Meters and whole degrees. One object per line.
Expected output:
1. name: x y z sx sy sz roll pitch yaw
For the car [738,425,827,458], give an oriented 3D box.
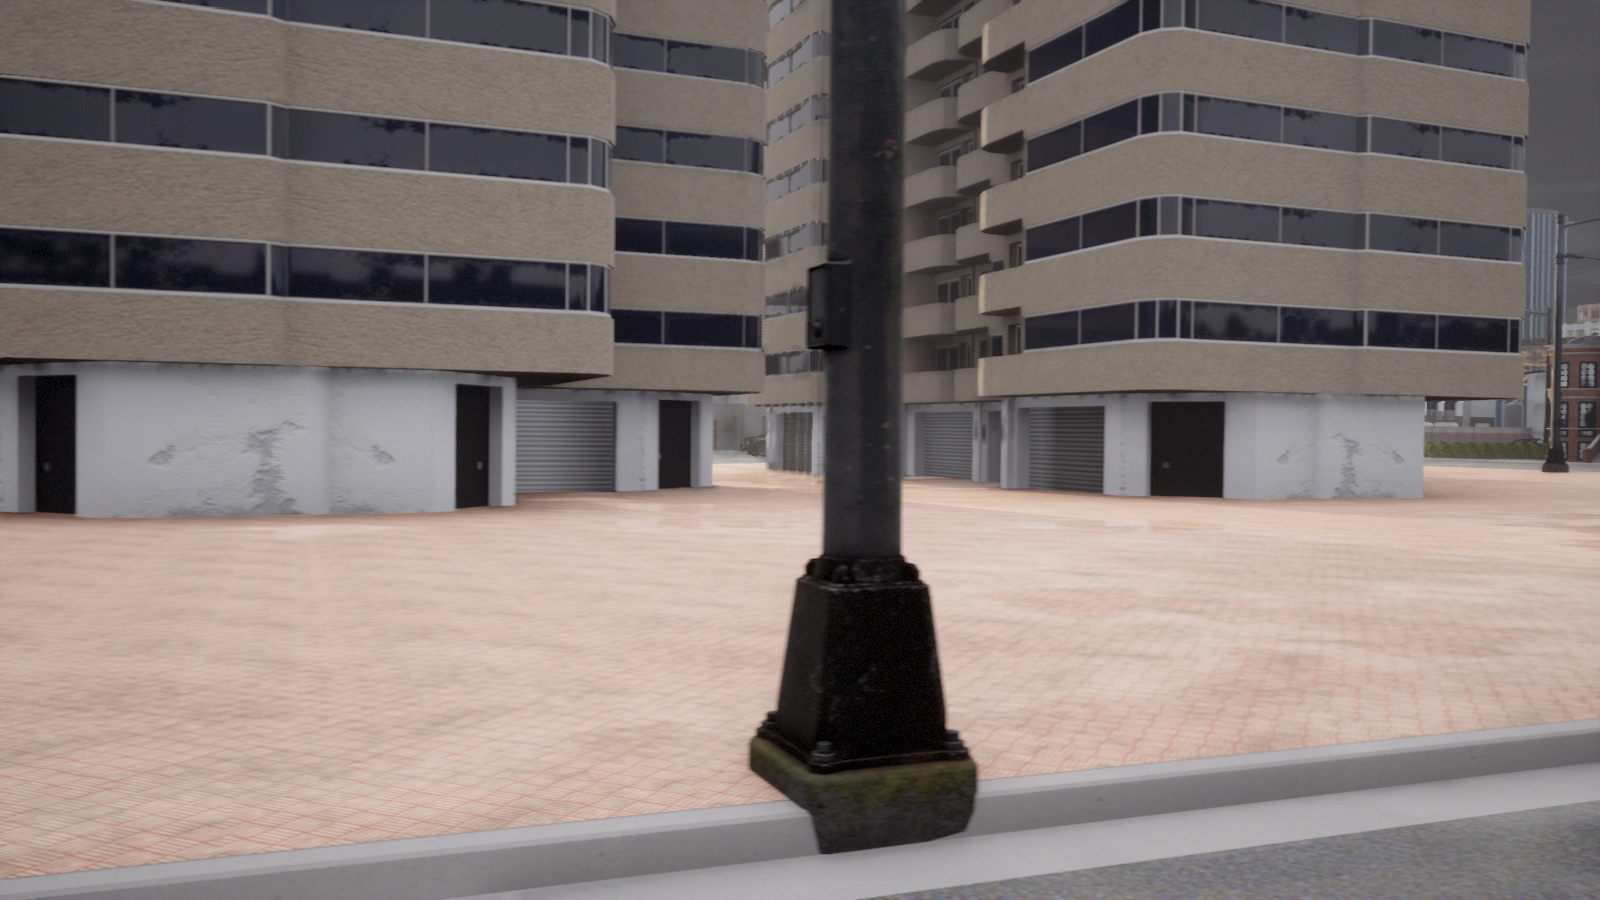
1. car: -1.182 -0.584 85.046 5.566 2.045 2.150 -2 1 -22
